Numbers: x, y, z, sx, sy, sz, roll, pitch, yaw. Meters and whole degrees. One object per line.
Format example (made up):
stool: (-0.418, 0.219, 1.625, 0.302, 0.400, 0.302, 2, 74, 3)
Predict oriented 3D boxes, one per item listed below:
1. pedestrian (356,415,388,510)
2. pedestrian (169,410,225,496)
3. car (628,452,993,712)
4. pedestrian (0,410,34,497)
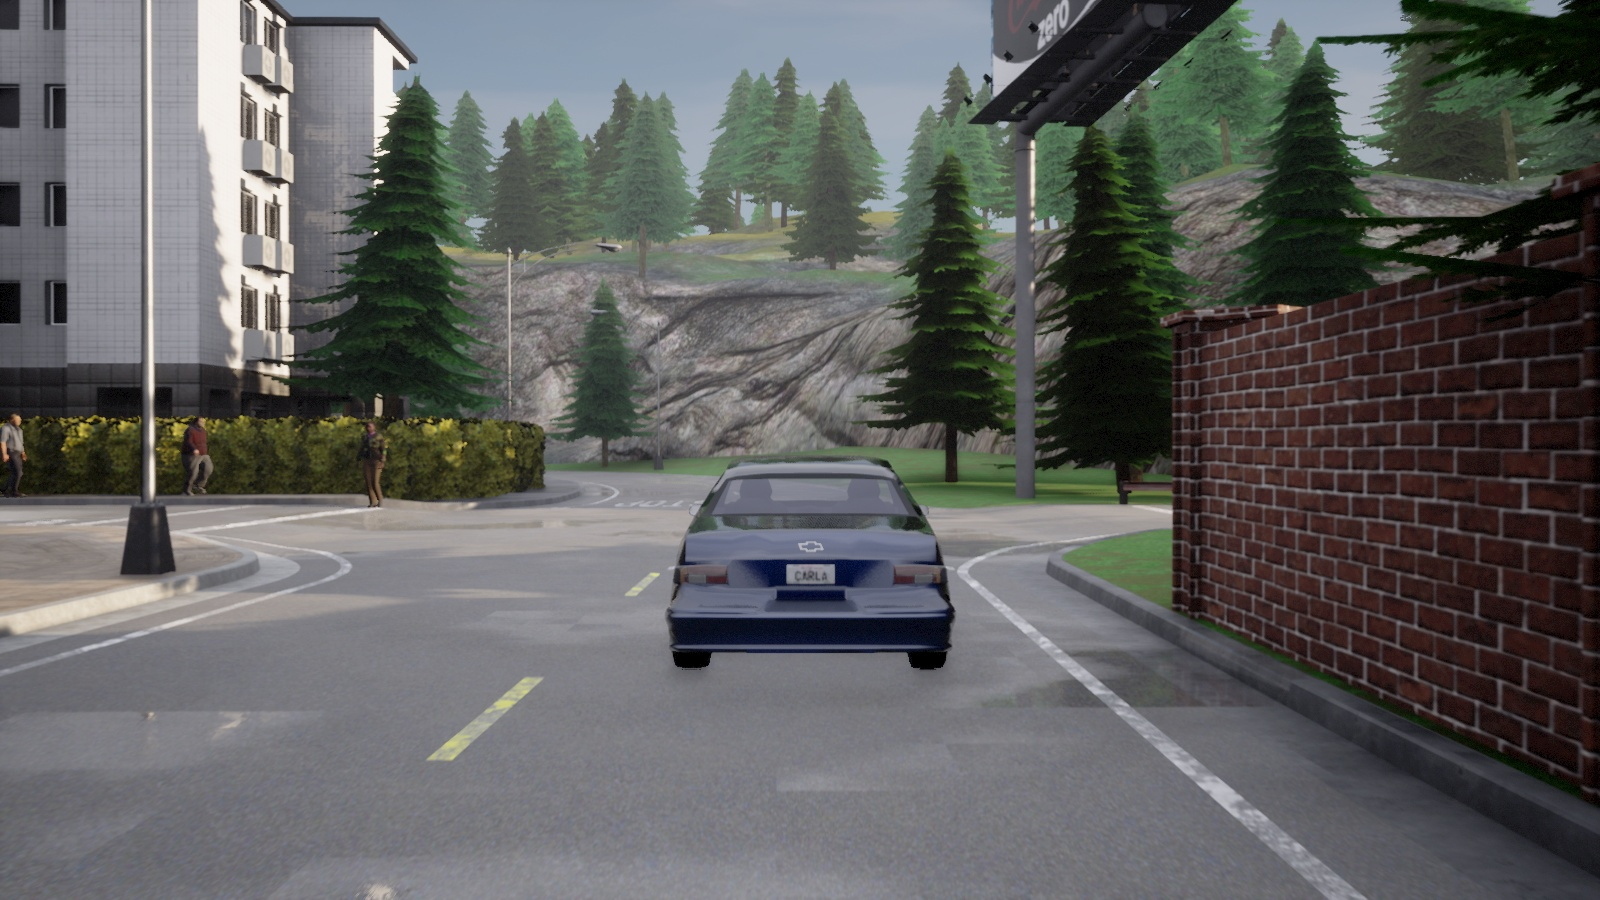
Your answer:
pedestrian: (-8.781, 0.258, 25.777, 0.395, 1.930, 0.692, 0, 0, 1)
pedestrian: (-13.202, 0.066, 27.496, 0.899, 1.844, 0.634, 0, 0, 16)
car: (0.069, 0.741, 9.677, 2.033, 1.411, 5.357, 0, 0, 0)
pedestrian: (-16.922, 0.066, 26.896, 0.694, 1.848, 0.540, 0, 0, 0)
